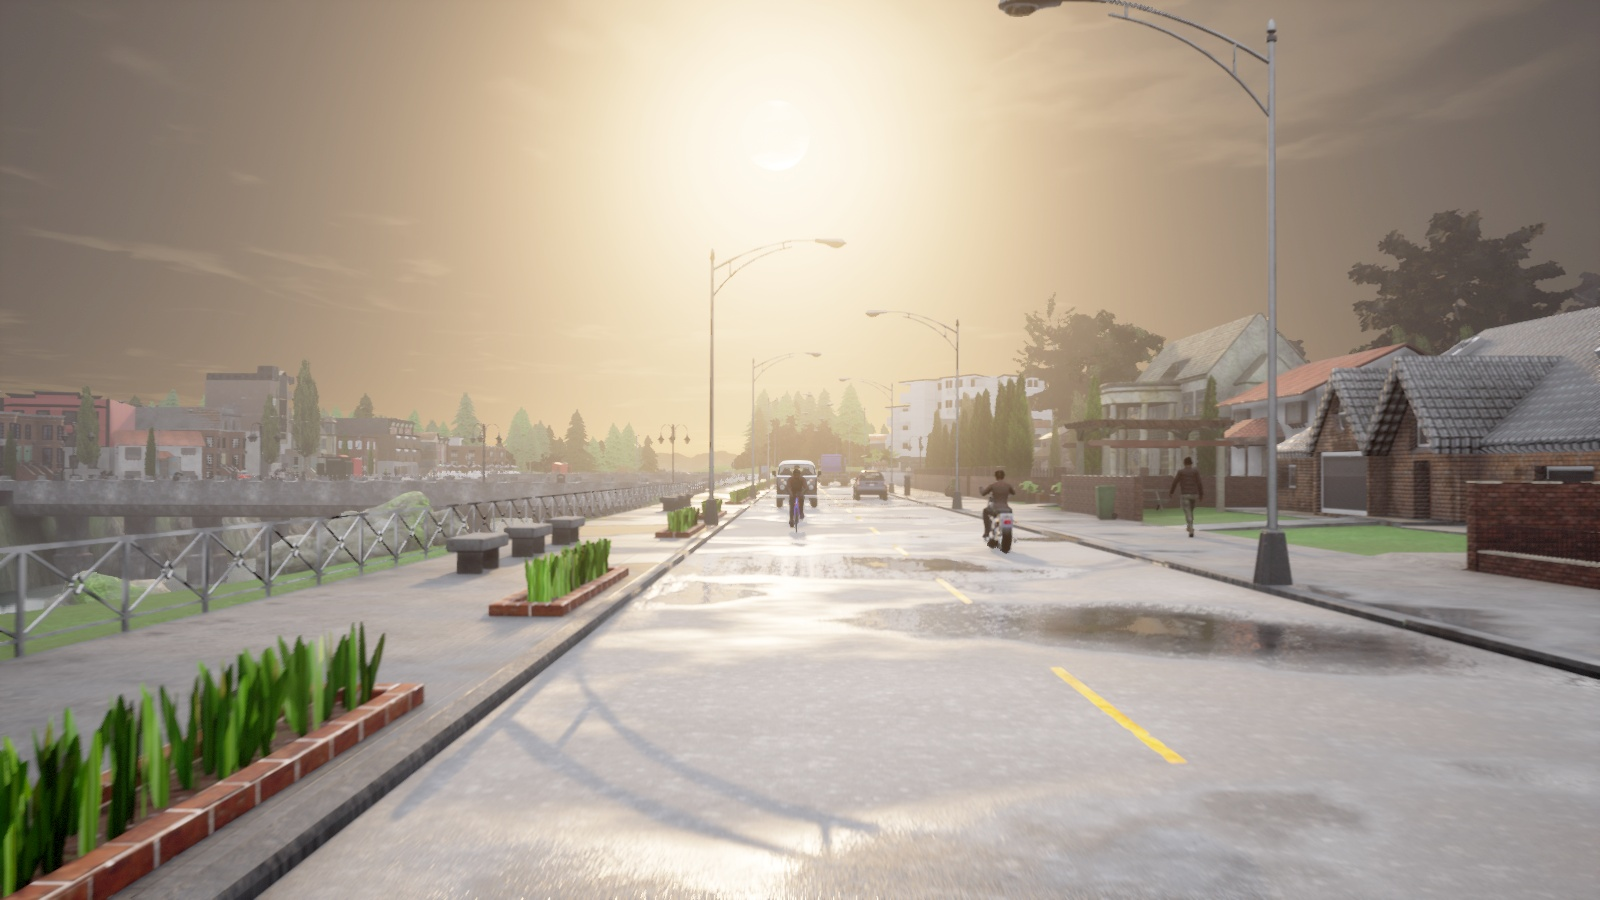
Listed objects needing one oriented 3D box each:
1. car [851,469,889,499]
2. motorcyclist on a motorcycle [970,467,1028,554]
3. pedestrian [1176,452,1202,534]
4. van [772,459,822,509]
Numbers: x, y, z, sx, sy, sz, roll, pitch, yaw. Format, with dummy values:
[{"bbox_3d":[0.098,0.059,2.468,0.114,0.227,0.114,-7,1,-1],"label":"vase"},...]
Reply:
[{"bbox_3d":[3.837,1.849,69.107,1.851,1.617,3.988,0,-1,0],"label":"car"},{"bbox_3d":[3.941,1.167,25.086,0.766,1.649,2.350,0,-1,0],"label":"motorcyclist on a motorcycle"},{"bbox_3d":[8.809,0.963,28.459,0.431,1.840,0.703,0,-1,7],"label":"pedestrian"},{"bbox_3d":[-0.129,1.444,54.331,2.069,2.038,4.480,0,-1,0],"label":"van"}]
